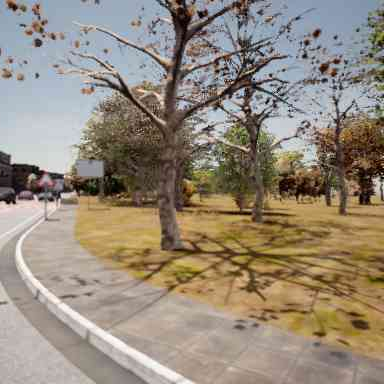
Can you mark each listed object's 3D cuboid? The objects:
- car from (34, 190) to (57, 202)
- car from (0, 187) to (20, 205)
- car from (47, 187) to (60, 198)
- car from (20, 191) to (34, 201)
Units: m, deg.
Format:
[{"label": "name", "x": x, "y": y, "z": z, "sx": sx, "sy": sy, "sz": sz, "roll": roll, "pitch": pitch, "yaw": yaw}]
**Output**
[{"label": "car", "x": -21.678, "y": 0.738, "z": 49.344, "sx": 1.895, "sy": 1.301, "sz": 4.718, "roll": 0, "pitch": 1, "yaw": -18}, {"label": "car", "x": -21.210, "y": 0.443, "z": 37.156, "sx": 2.150, "sy": 2.045, "sz": 5.566, "roll": 0, "pitch": -4, "yaw": -19}, {"label": "car", "x": -24.769, "y": 0.170, "z": 58.853, "sx": 2.150, "sy": 2.045, "sz": 5.566, "roll": 0, "pitch": 1, "yaw": -18}, {"label": "car", "x": -25.981, "y": 0.566, "z": 52.049, "sx": 1.812, "sy": 1.442, "sz": 4.674, "roll": 0, "pitch": 1, "yaw": -18}]
